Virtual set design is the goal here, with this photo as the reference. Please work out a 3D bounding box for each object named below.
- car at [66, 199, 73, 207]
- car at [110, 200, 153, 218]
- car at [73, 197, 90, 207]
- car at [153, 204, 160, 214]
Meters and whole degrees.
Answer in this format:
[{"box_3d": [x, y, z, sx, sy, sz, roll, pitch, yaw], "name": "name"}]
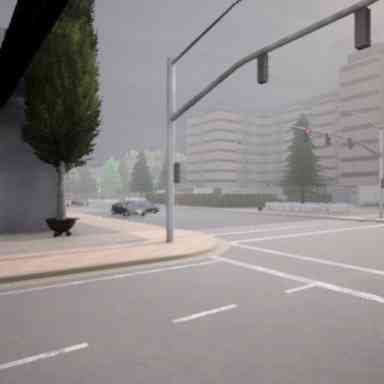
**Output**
[{"box_3d": [-20.454, 1.600, 51.055, 2.033, 1.411, 5.357, 0, 0, -35], "name": "car"}, {"box_3d": [-5.923, 1.542, 30.708, 2.128, 1.511, 4.902, 0, 0, -36], "name": "car"}, {"box_3d": [-18.092, 1.559, 53.779, 2.128, 1.511, 4.902, 0, 0, -36], "name": "car"}, {"box_3d": [-5.512, 1.612, 36.129, 2.033, 1.411, 5.357, 0, 0, -36], "name": "car"}]
